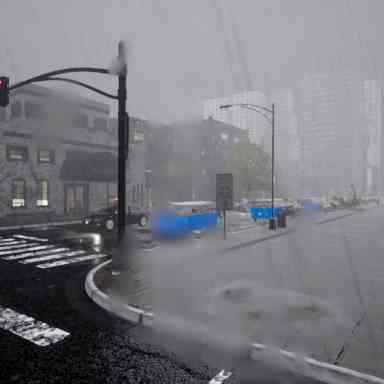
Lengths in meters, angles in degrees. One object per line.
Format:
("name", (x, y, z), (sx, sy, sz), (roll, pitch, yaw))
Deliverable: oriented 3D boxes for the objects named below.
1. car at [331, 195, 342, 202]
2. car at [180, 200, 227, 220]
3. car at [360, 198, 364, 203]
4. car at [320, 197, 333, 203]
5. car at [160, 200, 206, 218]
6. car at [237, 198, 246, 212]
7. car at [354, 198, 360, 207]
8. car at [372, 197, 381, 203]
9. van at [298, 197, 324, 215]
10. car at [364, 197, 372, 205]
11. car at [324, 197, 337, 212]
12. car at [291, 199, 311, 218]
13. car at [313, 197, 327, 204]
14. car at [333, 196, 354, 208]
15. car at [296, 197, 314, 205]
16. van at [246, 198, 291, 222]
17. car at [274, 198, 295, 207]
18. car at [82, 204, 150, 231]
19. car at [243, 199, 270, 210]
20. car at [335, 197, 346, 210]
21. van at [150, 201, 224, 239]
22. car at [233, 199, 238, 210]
("car", (37.341, 1.713, 85.805), (1.967, 1.590, 4.097), (0, 0, 35))
("car", (1.148, 1.556, 29.580), (1.837, 1.490, 4.892), (1, 0, 35))
("car", (28.461, 1.748, 58.506), (1.752, 1.417, 4.829), (0, 0, 35))
("car", (31.007, 1.792, 76.758), (1.947, 1.339, 4.313), (0, 0, 35))
("car", (-0.755, 1.558, 31.383), (1.752, 1.417, 4.829), (0, 0, 35))
("car", (7.403, 1.609, 38.488), (1.812, 1.442, 4.674), (1, 0, 35))
("car", (25.198, 1.517, 53.844), (2.192, 1.841, 5.009), (0, 0, 35))
("car", (44.196, 1.900, 80.984), (1.947, 1.339, 4.313), (0, 0, 35))
("van", (12.531, 1.469, 35.749), (1.690, 1.788, 3.998), (0, 0, 35))
("car", (34.696, 1.810, 67.414), (1.887, 1.381, 4.507), (0, 0, 35))
("car", (15.795, 1.671, 40.412), (1.752, 1.417, 4.829), (0, 0, 35))
("car", (9.363, 1.656, 31.225), (1.887, 1.381, 4.507), (0, 0, 35))
("car", (27.744, 1.729, 72.095), (1.752, 1.417, 4.829), (0, 0, 35))
("car", (22.032, 1.497, 49.320), (2.192, 1.841, 5.009), (0, 0, 35))
("car", (21.508, 1.706, 63.187), (1.887, 1.381, 4.507), (0, 0, 35))
("van", (6.198, 1.436, 26.702), (1.690, 1.788, 3.998), (0, 0, 35))
("car", (15.175, 1.666, 54.140), (1.887, 1.381, 4.507), (0, 0, 35))
("car", (-4.699, 1.529, 21.230), (1.837, 1.490, 4.892), (1, 0, 35))
("car", (8.842, 1.629, 45.094), (1.887, 1.381, 4.507), (0, 0, 35))
("car", (18.863, 1.729, 44.796), (1.947, 1.339, 4.313), (0, 0, 35))
("van", (-0.135, 1.407, 17.655), (1.690, 1.788, 3.998), (0, 0, 35))
("car", (5.677, 1.507, 40.570), (1.967, 1.590, 4.097), (0, 0, 35))
